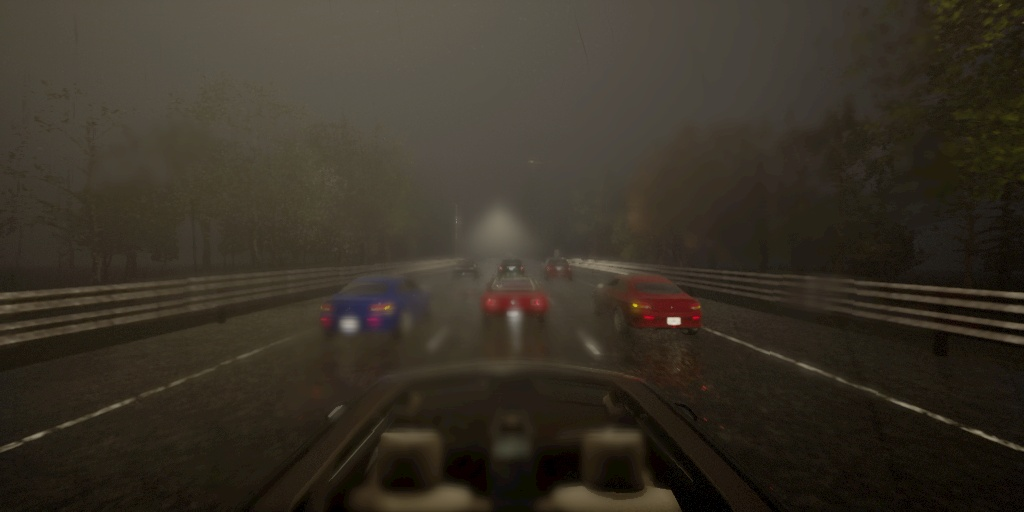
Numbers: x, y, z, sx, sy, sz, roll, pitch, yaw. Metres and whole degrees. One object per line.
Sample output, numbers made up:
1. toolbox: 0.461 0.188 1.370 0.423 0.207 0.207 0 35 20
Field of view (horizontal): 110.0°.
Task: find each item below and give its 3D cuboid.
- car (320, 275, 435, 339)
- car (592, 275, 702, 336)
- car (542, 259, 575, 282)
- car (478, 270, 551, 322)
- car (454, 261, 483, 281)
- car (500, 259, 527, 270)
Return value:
1. car: -3.410 1.254 9.846 1.812 1.442 4.674 0 0 0
2. car: 3.590 1.253 10.184 1.812 1.442 4.674 0 0 1
3. car: 3.599 1.035 28.484 2.097 1.767 4.553 0 0 0
4. car: 0.095 1.323 12.066 1.895 1.301 4.718 0 0 0
5. car: -3.399 1.175 28.739 2.128 1.511 4.902 0 0 0
6. car: 0.099 1.035 28.498 2.097 1.767 4.553 0 0 0
